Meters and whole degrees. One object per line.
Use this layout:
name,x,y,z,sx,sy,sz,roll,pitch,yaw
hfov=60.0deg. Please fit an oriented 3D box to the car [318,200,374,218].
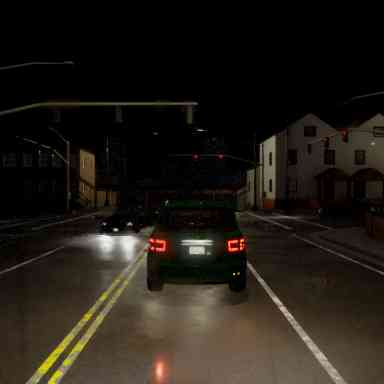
car,13.889,1.492,29.785,4.902,1.511,2.128,0,0,-1

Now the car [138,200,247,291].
car,0.098,1.221,9.109,2.150,2.045,5.566,0,0,0

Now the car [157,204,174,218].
car,-3.555,2.597,45.382,1.812,1.442,4.674,0,-9,0

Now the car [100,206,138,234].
car,-3.539,1.540,19.741,2.033,1.411,5.357,0,0,9
